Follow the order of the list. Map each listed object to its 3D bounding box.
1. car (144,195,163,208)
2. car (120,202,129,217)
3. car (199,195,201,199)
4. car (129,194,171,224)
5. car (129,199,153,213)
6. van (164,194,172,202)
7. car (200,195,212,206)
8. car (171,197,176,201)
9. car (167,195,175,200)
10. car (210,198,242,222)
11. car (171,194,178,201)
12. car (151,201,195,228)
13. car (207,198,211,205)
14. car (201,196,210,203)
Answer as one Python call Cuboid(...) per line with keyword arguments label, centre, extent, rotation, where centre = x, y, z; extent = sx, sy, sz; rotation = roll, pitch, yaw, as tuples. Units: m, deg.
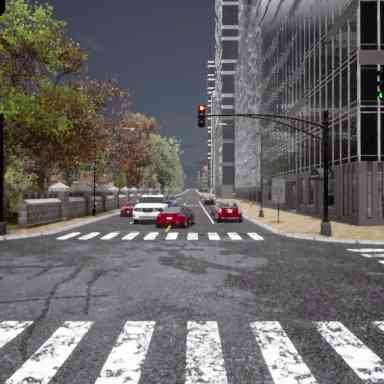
Cuboid(label="car", centre=(-5.585, 1.316, 48.742), extent=(2.192, 1.841, 5.009), rotation=(0, 0, 0))
Cuboid(label="car", centre=(-5.622, 1.547, 31.693), extent=(1.887, 1.381, 4.507), rotation=(0, 0, 0))
Cuboid(label="car", centre=(2.820, 1.434, 60.083), extent=(1.967, 1.590, 4.097), rotation=(0, 0, 0))
Cuboid(label="car", centre=(-3.049, 1.223, 25.477), extent=(2.150, 2.045, 5.566), rotation=(0, 0, 0))
Cuboid(label="car", centre=(-5.610, 1.553, 37.376), extent=(2.008, 1.369, 4.403), rotation=(0, 0, 0))
Cuboid(label="van", centre=(-5.523, 1.313, 77.158), extent=(1.690, 1.788, 3.998), rotation=(0, 0, 0))
Cuboid(label="car", centre=(2.807, 1.564, 54.402), extent=(1.947, 1.339, 4.313), rotation=(0, 0, 0))
Cuboid(label="car", centre=(-3.023, 1.528, 35.631), extent=(1.812, 1.442, 4.674), rotation=(0, 0, 0))
Cuboid(label="car", centre=(-5.500, 1.531, 88.525), extent=(1.802, 1.307, 4.206), rotation=(0, 0, 0))
Cuboid(label="car", centre=(2.747, 1.442, 25.997), extent=(1.967, 1.590, 4.097), rotation=(0, 0, 0))
Cuboid(label="car", centre=(-2.992, 1.354, 45.841), extent=(2.097, 1.767, 4.553), rotation=(0, 0, 0))
Cuboid(label="car", centre=(-1.022, 1.565, 22.202), extent=(1.994, 1.385, 4.181), rotation=(0, 0, 10))
Cuboid(label="car", centre=(2.758, 1.568, 31.678), extent=(1.947, 1.339, 4.313), rotation=(0, 0, 0))
Cuboid(label="car", centre=(2.845, 1.506, 71.619), extent=(1.752, 1.417, 4.829), rotation=(0, 0, 0))
